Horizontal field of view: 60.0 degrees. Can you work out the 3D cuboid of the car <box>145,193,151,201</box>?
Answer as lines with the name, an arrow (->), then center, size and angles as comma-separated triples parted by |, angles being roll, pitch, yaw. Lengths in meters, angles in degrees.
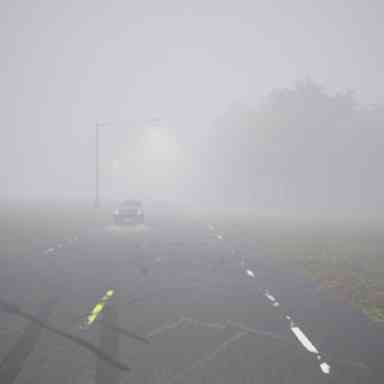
car -> -9.170, 1.050, 66.360 | 2.128, 1.511, 4.902 | 0, 1, -9

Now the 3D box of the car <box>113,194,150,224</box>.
car -> -4.464, 1.302, 24.584 | 2.097, 1.767, 4.553 | 0, 0, -4
